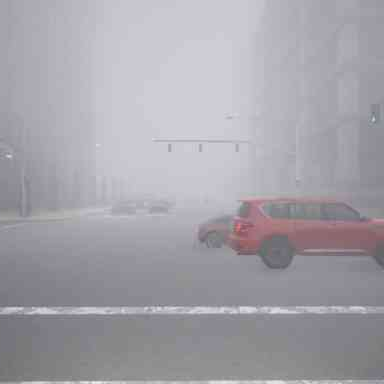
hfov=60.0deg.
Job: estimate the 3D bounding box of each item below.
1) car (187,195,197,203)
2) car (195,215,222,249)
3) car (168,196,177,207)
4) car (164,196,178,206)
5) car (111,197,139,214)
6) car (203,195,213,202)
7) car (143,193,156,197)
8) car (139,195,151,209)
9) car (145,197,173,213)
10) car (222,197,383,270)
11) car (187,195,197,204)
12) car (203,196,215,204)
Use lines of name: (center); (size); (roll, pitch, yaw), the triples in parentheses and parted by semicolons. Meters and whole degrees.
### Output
car: (0.004, 1.508, 73.676); (2.128, 1.511, 4.902); (0, 0, 0)
car: (2.238, 1.533, 13.959); (4.181, 1.385, 1.994); (0, 0, -1)
car: (-3.596, 1.477, 46.708); (1.882, 1.535, 5.008); (0, 0, 0)
car: (-3.580, 1.491, 57.071); (2.128, 1.511, 4.902); (0, 0, 0)
car: (-7.098, 1.505, 34.893); (1.837, 1.490, 4.892); (0, 0, 0)
car: (3.504, 1.507, 73.676); (1.812, 1.442, 4.674); (0, 0, 0)
car: (-7.085, 1.221, 54.661); (2.150, 2.045, 5.566); (0, 0, 0)
car: (-7.095, 1.505, 44.297); (1.837, 1.490, 4.892); (0, 0, 0)
car: (-3.598, 1.547, 37.062); (2.033, 1.411, 5.357); (0, 0, 0)
car: (3.928, 1.191, 10.483); (5.566, 2.045, 2.150); (0, 0, -1)
car: (0.004, 1.491, 64.289); (2.128, 1.511, 4.902); (0, 0, 0)
car: (3.504, 1.491, 64.601); (2.128, 1.511, 4.902); (0, 0, 0)
